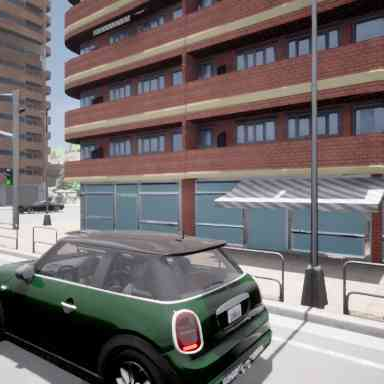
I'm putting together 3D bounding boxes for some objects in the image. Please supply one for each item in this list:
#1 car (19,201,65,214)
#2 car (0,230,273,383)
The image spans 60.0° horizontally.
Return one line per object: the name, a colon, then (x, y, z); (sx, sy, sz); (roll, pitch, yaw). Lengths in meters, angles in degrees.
car: (-16.269, 1.601, 35.696); (1.895, 1.301, 4.718); (0, 0, 36)
car: (-1.261, 1.352, 4.892); (4.553, 1.767, 2.097); (0, 0, 36)
